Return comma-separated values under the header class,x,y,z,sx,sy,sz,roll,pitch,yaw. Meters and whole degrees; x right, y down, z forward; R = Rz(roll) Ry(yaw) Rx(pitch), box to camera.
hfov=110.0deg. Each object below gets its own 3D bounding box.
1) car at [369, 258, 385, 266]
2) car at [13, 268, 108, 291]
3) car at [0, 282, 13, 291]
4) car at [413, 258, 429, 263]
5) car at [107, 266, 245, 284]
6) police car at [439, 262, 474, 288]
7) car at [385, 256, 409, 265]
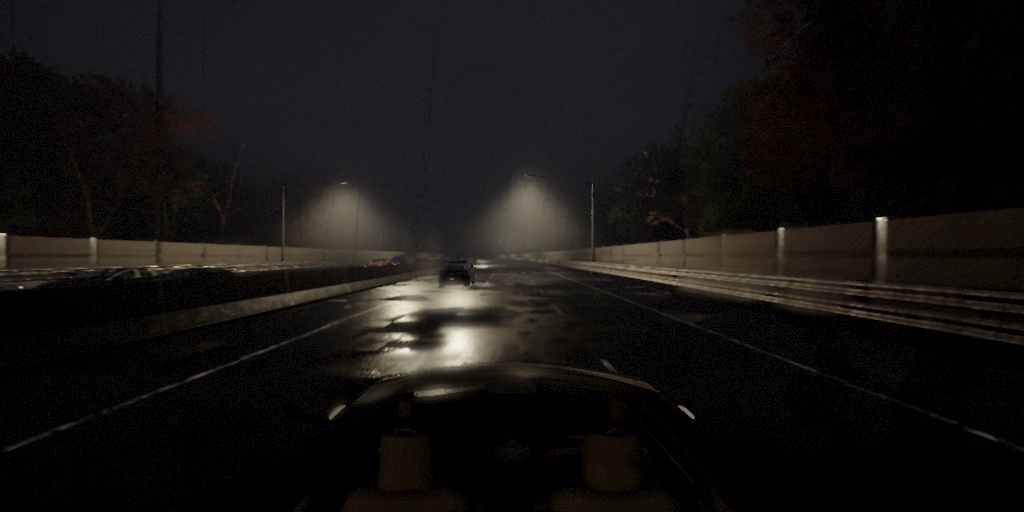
class,x,y,z,sx,sy,sz,roll,pitch,yaw
car,-21.916,1.154,59.374,2.097,1.767,4.553,0,0,-1
car,-17.644,1.274,15.944,2.128,1.511,4.902,0,0,0
car,-21.151,1.388,17.038,1.895,1.301,4.718,0,0,0
car,-14.894,1.151,58.905,2.097,1.767,4.553,0,0,-1
car,-14.145,1.255,15.938,1.882,1.535,5.008,0,0,0
police car,-3.636,1.197,24.171,1.930,1.638,5.238,0,0,-1
car,-18.376,1.045,58.553,2.150,2.045,5.566,0,0,-1
